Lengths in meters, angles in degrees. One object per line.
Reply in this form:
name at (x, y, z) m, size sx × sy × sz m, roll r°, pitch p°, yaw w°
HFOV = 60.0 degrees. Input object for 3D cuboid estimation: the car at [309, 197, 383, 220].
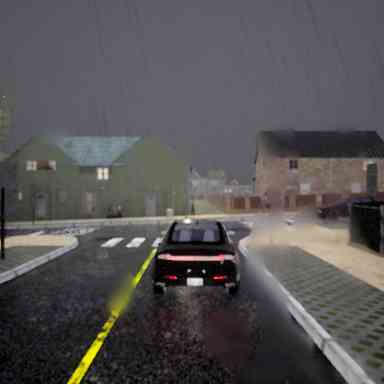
car at (10.577, 1.033, 21.841) m, size 5.357 × 1.411 × 2.033 m, roll -2°, pitch 0°, yaw -1°

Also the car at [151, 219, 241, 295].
car at (0.137, 1.458, 8.646) m, size 2.128 × 1.511 × 4.902 m, roll 0°, pitch 0°, yaw 2°
